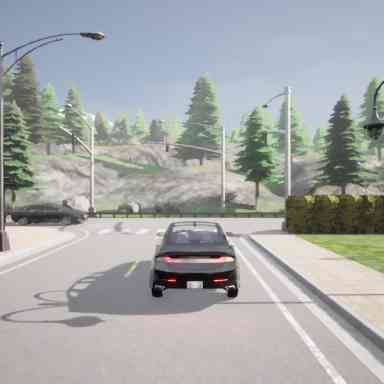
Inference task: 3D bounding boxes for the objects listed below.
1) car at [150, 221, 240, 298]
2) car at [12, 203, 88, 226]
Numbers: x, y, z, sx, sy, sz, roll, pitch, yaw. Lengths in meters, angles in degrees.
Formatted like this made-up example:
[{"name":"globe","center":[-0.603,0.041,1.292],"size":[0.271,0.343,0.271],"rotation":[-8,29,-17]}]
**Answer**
[{"name":"car","center":[0.073,1.491,8.534],"size":[2.128,1.511,4.902],"rotation":[0,0,0]},{"name":"car","center":[-9.676,1.520,22.797],"size":[4.892,1.490,1.837],"rotation":[0,0,0]}]
